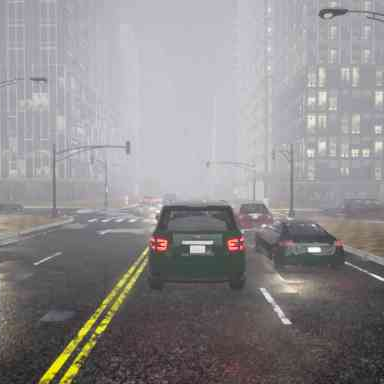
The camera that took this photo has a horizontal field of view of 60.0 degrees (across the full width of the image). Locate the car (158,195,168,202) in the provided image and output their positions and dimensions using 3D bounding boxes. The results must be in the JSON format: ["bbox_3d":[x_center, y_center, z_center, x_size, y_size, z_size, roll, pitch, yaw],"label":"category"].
[{"bbox_3d":[-6.413,1.411,73.967,1.882,1.535,5.008,0,0,0],"label":"car"}]

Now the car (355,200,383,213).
[{"bbox_3d":[21.856,1.641,38.728,4.829,1.417,1.752,1,0,1],"label":"car"}]

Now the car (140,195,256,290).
[{"bbox_3d":[0.113,1.217,9.218,2.150,2.045,5.566,0,0,0],"label":"car"}]

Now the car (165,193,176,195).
[{"bbox_3d":[-3.301,1.183,51.771,2.150,2.045,5.566,0,0,-1],"label":"car"}]

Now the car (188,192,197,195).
[{"bbox_3d":[0.098,1.439,81.675,1.812,1.442,4.674,0,0,0],"label":"car"}]

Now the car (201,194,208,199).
[{"bbox_3d":[3.360,1.216,91.670,1.882,1.535,5.008,0,0,0],"label":"car"}]

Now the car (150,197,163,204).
[{"bbox_3d":[-6.485,1.550,61.936,1.895,1.301,4.718,0,0,0],"label":"car"}]

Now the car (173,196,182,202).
[{"bbox_3d":[-3.163,1.529,73.649,1.895,1.301,4.718,0,0,0],"label":"car"}]

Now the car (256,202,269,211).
[{"bbox_3d":[3.373,1.341,19.762,2.097,1.767,4.553,0,0,0],"label":"car"}]

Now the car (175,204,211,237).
[{"bbox_3d":[0.119,1.515,18.900,1.812,1.442,4.674,0,0,2],"label":"car"}]

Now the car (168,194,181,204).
[{"bbox_3d":[-3.231,1.301,62.670,2.097,1.767,4.553,0,0,0],"label":"car"}]

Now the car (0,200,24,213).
[{"bbox_3d":[-19.715,1.440,33.674,4.718,1.301,1.895,1,1,1],"label":"car"}]

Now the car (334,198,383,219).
[{"bbox_3d":[16.237,1.517,30.448,5.009,1.841,2.192,1,0,1],"label":"car"}]

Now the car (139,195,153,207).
[{"bbox_3d":[-6.563,1.316,49.986,2.097,1.767,4.553,0,0,1],"label":"car"}]

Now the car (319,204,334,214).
[{"bbox_3d":[16.766,1.660,36.224,5.357,1.411,2.033,0,1,1],"label":"car"}]

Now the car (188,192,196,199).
[{"bbox_3d":[0.110,0.963,91.704,2.150,2.045,5.566,0,0,0],"label":"car"}]

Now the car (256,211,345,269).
[{"bbox_3d":[3.363,1.558,11.148,1.994,1.385,4.181,0,0,0],"label":"car"}]
